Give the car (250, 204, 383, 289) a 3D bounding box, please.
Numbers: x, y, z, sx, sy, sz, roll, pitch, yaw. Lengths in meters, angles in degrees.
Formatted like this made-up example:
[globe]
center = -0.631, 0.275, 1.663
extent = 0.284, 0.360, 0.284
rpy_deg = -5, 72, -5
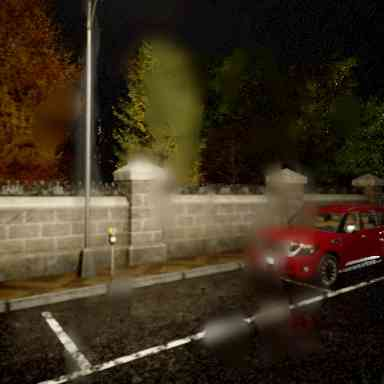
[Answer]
[car]
center = 3.917, 1.305, 9.346
extent = 5.009, 1.841, 2.192
rpy_deg = 0, 1, -36
